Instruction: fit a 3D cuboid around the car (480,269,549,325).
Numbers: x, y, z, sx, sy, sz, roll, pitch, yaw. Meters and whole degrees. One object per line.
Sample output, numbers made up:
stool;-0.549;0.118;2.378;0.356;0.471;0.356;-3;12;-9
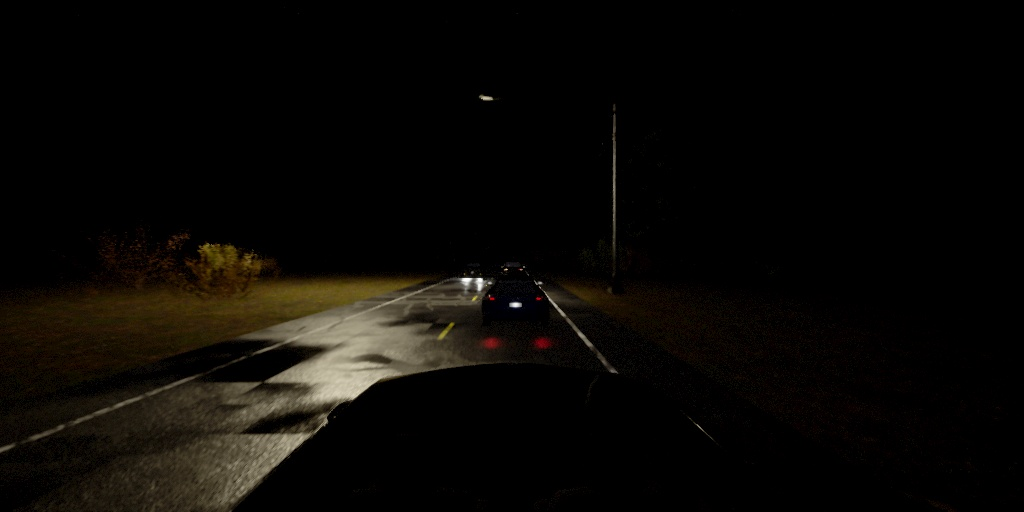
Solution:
car;0.099;1.313;11.852;1.994;1.385;4.181;0;0;0

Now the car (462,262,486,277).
car;-3.540;1.307;34.119;1.994;1.385;4.181;0;0;0

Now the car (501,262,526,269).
car;0.098;1.236;29.393;2.128;1.511;4.902;0;0;0
